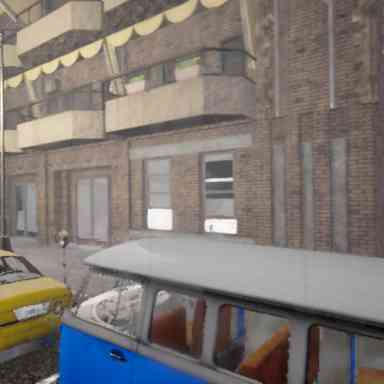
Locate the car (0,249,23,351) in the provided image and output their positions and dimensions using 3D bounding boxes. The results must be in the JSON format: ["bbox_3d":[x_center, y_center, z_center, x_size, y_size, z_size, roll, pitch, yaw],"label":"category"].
[{"bbox_3d":[-3.977,1.529,5.731,4.829,1.417,1.752,0,-1,36],"label":"car"}]

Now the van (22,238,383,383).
[{"bbox_3d":[0.658,1.342,2.426,3.998,1.788,1.690,0,-1,36],"label":"van"}]
